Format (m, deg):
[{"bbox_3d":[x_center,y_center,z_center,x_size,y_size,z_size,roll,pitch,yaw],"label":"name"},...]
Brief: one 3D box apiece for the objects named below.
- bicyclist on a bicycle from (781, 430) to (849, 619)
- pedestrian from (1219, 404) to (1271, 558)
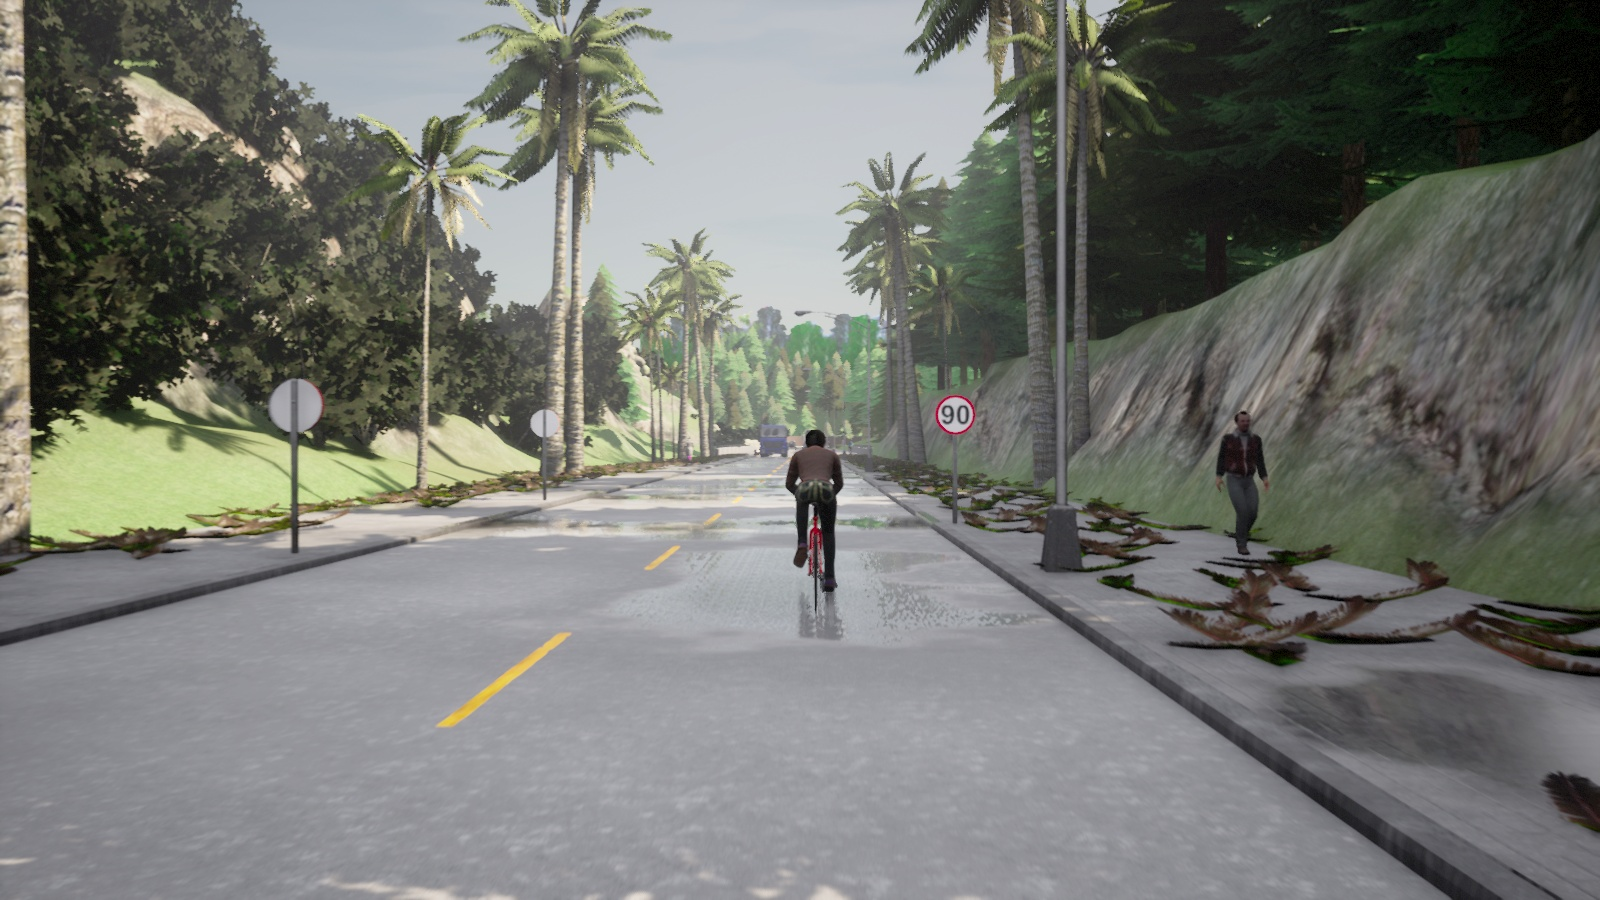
[{"bbox_3d":[0.138,0.634,11.595,0.582,1.620,1.656,0,0,1],"label":"bicyclist on a bicycle"},{"bbox_3d":[5.483,0.374,15.506,0.376,1.854,0.720,0,0,-1],"label":"pedestrian"}]
